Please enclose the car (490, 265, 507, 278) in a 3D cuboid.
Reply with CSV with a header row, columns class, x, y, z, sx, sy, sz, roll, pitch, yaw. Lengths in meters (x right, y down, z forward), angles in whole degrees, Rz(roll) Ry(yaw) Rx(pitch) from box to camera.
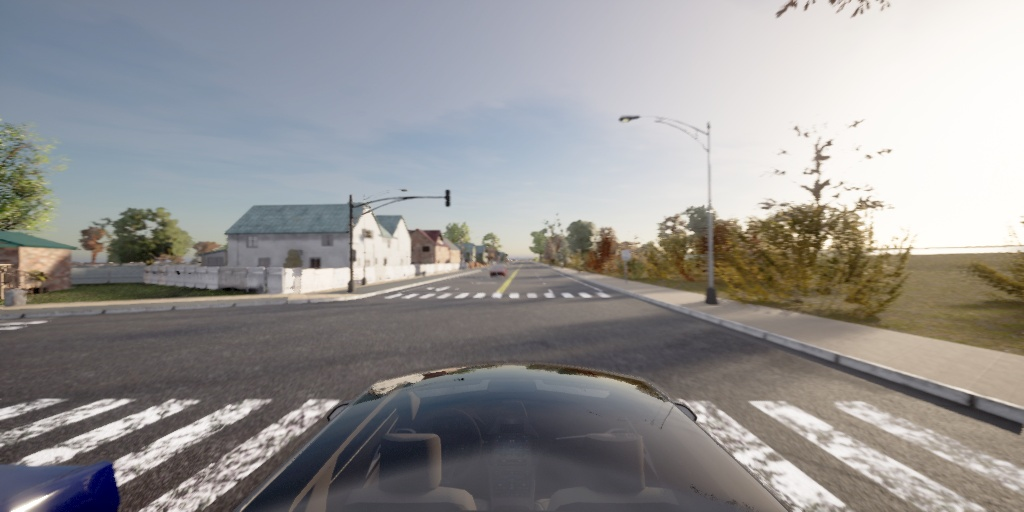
class,x,y,z,sx,sy,sz,roll,pitch,yaw
car,-1.637,1.835,43.735,1.882,1.535,5.008,-1,-1,2
